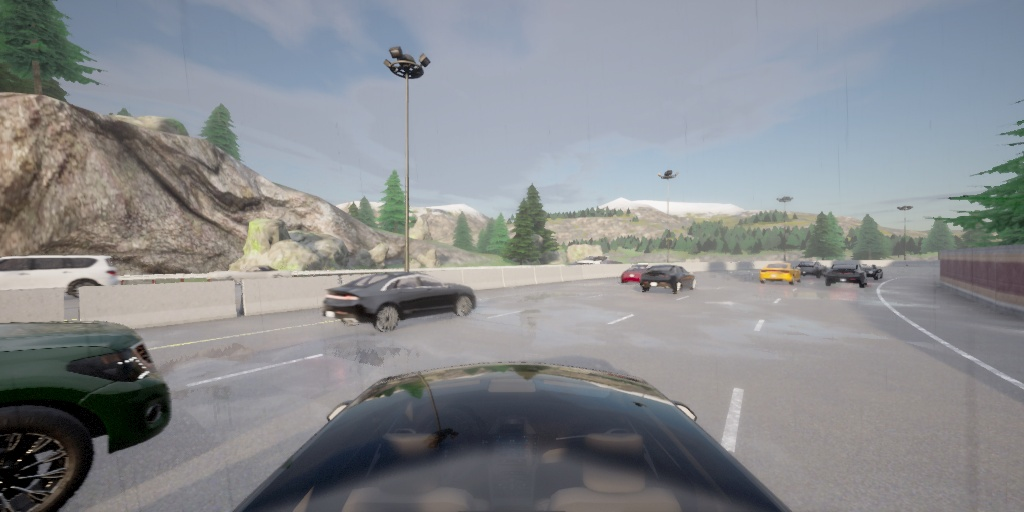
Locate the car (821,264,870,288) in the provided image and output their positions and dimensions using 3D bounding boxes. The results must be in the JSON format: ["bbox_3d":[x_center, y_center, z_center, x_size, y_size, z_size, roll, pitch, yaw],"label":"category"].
[{"bbox_3d":[22.487,1.255,24.086,4.892,1.490,1.837,0,0,-43],"label":"car"}]

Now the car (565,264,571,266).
[{"bbox_3d":[9.758,1.301,50.461,5.357,1.411,2.033,0,0,-40],"label":"car"}]

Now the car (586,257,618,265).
[{"bbox_3d":[11.349,1.227,42.588,5.008,1.535,1.882,0,0,-41],"label":"car"}]

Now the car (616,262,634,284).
[{"bbox_3d":[9.642,1.315,26.180,1.994,1.385,4.181,0,0,43],"label":"car"}]

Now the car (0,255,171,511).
[{"bbox_3d":[-5.343,0.973,1.530,2.150,2.045,5.566,0,0,32],"label":"car"}]

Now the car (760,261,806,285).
[{"bbox_3d":[19.769,1.228,26.330,5.008,1.535,1.882,0,0,-44],"label":"car"}]

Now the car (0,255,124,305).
[{"bbox_3d":[-21.323,0.971,15.739,2.150,2.045,5.566,0,0,33],"label":"car"}]

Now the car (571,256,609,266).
[{"bbox_3d":[10.626,0.976,46.612,5.566,2.045,2.150,1,0,-40],"label":"car"}]

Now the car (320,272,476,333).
[{"bbox_3d":[-3.134,1.241,10.927,2.128,1.511,4.902,0,0,36],"label":"car"}]

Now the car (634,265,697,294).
[{"bbox_3d":[8.956,1.251,20.347,1.837,1.490,4.892,0,-1,42],"label":"car"}]

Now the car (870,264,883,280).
[{"bbox_3d":[30.431,1.351,30.914,4.718,1.301,1.895,0,0,-39],"label":"car"}]

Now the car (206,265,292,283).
[{"bbox_3d":[-18.656,1.351,25.592,1.895,1.301,4.718,0,0,37],"label":"car"}]

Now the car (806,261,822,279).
[{"bbox_3d":[27.713,1.241,33.200,4.902,1.511,2.128,0,0,-39],"label":"car"}]
